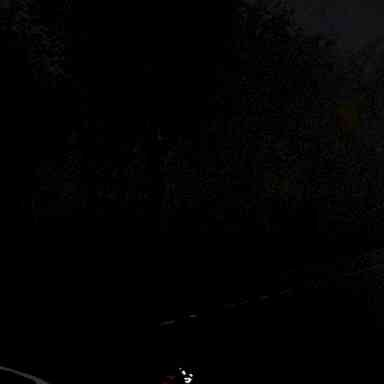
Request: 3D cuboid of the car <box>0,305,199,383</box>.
[{"bbox_3d":[-2.176,1.504,2.195,4.892,1.490,1.837,0,0,-35],"label":"car"}]
